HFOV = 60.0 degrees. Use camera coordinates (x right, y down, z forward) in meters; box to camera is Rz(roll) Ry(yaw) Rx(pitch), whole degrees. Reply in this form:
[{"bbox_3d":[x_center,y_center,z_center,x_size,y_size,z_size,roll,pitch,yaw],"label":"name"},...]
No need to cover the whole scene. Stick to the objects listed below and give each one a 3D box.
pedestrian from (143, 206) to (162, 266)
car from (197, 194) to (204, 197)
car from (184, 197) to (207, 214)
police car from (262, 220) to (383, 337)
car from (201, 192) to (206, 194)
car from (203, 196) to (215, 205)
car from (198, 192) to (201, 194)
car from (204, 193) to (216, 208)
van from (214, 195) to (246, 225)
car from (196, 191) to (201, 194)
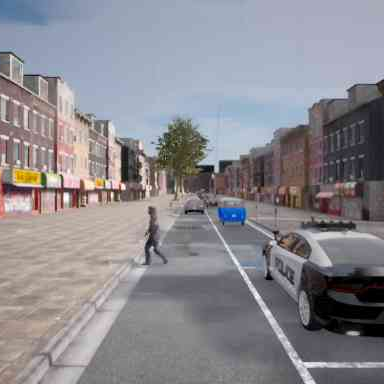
[{"bbox_3d":[-1.183,1.293,10.028,0.375,1.860,0.375,0,0,0],"label":"pedestrian"},{"bbox_3d":[0.260,1.388,44.878,1.882,1.535,5.008,0,0,1],"label":"car"},{"bbox_3d":[0.236,1.515,34.312,1.994,1.385,4.181,0,0,0],"label":"car"},{"bbox_3d":[2.777,1.425,6.997,1.930,1.638,5.238,0,0,0],"label":"police car"},{"bbox_3d":[2.848,1.196,51.156,2.192,1.841,5.009,1,0,0],"label":"car"},{"bbox_3d":[2.866,1.419,56.698,1.947,1.339,4.313,1,0,0],"label":"car"},{"bbox_3d":[2.954,1.277,78.863,2.008,1.369,4.403,1,0,0],"label":"car"},{"bbox_3d":[2.824,1.347,45.615,1.967,1.590,4.097,1,0,0],"label":"car"},{"bbox_3d":[2.737,1.322,23.448,1.690,1.788,3.998,0,0,0],"label":"van"},{"bbox_3d":[3.000,0.967,89.944,2.192,1.841,5.009,1,0,0],"label":"car"}]
